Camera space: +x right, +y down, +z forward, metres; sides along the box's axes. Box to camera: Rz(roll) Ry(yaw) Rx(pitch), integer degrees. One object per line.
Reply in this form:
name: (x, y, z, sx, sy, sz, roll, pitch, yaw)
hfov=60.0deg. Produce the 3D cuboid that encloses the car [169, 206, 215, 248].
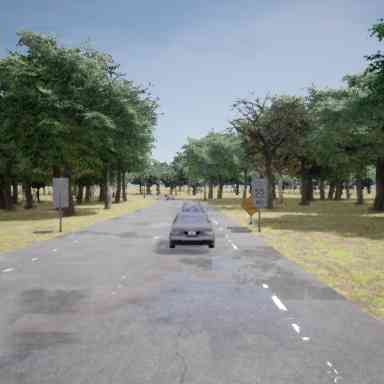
car: (0.001, 1.551, 14.653, 2.033, 1.411, 5.357, 0, 0, 0)

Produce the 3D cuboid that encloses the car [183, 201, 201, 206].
car: (0.001, 1.529, 29.657, 2.033, 1.411, 5.357, 0, 0, 0)

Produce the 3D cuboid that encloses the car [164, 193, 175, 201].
car: (-4.903, 1.334, 75.770, 1.812, 1.442, 4.674, 0, 0, -5)

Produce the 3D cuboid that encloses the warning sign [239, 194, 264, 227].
warning sign: (3.571, 1.095, 20.088, 1.300, 1.860, 1.060, 1, 1, 0)
